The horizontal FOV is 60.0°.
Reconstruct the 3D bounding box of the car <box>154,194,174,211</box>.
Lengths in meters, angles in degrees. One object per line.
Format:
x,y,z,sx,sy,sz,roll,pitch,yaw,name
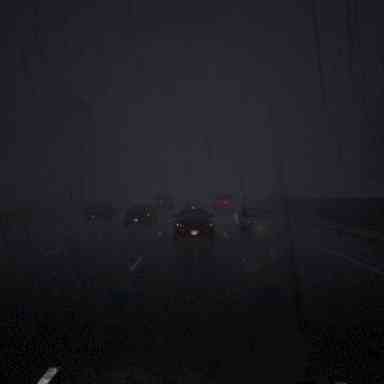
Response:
-3.408,1.211,39.907,2.150,2.045,5.566,0,0,0,car

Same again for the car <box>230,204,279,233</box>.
3.597,1.594,19.592,1.895,1.301,4.718,0,0,0,car

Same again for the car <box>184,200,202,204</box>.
0.093,1.551,35.238,1.994,1.385,4.181,0,0,0,car

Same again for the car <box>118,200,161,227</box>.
-3.399,1.519,22.512,1.812,1.442,4.674,0,0,0,car

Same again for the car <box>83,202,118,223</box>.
-6.903,1.484,25.702,2.128,1.511,4.902,0,0,0,car

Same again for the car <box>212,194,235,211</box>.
3.578,1.203,38.223,2.150,2.045,5.566,0,0,0,car

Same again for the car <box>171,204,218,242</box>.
0.098,1.521,16.253,1.812,1.442,4.674,0,0,0,car
